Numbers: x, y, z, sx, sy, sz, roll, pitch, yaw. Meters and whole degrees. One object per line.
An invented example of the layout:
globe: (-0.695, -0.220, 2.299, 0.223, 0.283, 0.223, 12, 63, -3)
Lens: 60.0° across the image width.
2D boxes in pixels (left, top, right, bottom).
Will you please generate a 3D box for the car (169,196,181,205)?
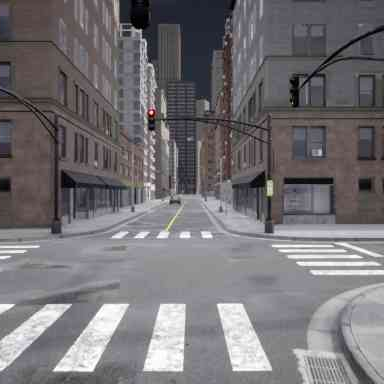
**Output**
car: (-2.987, 1.458, 59.698, 1.882, 1.535, 5.008, 0, 0, 0)
